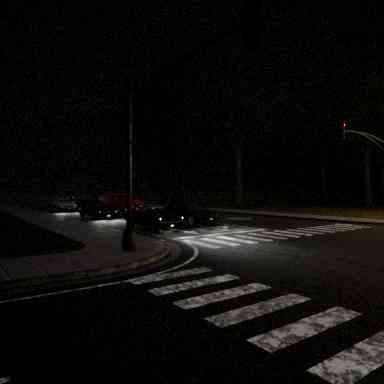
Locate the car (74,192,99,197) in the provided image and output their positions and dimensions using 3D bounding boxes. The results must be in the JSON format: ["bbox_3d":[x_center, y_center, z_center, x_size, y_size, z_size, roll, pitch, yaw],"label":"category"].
[{"bbox_3d":[-15.626,1.187,49.813,2.097,1.767,4.553,0,0,-35],"label":"car"}]

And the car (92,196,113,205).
[{"bbox_3d":[-14.570,1.350,53.840,1.812,1.442,4.674,0,0,-36],"label":"car"}]

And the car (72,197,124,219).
[{"bbox_3d":[-8.035,1.454,28.051,2.033,1.411,5.357,0,0,-36],"label":"car"}]

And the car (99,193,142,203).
[{"bbox_3d":[-6.460,1.117,31.410,2.150,2.045,5.566,0,0,-36],"label":"car"}]

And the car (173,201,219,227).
[{"bbox_3d":[-0.219,1.410,22.818,1.882,1.535,5.008,0,0,-35],"label":"car"}]

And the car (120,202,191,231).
[{"bbox_3d":[-2.369,1.542,20.242,1.895,1.301,4.718,0,0,-36],"label":"car"}]

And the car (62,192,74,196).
[{"bbox_3d":[-21.443,1.039,57.730,2.150,2.045,5.566,0,0,-36],"label":"car"}]

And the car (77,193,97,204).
[{"bbox_3d":[-18.779,1.164,59.593,2.097,1.767,4.553,0,0,-36],"label":"car"}]

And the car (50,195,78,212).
[{"bbox_3d":[-14.076,1.401,36.377,1.812,1.442,4.674,0,0,-36],"label":"car"}]
